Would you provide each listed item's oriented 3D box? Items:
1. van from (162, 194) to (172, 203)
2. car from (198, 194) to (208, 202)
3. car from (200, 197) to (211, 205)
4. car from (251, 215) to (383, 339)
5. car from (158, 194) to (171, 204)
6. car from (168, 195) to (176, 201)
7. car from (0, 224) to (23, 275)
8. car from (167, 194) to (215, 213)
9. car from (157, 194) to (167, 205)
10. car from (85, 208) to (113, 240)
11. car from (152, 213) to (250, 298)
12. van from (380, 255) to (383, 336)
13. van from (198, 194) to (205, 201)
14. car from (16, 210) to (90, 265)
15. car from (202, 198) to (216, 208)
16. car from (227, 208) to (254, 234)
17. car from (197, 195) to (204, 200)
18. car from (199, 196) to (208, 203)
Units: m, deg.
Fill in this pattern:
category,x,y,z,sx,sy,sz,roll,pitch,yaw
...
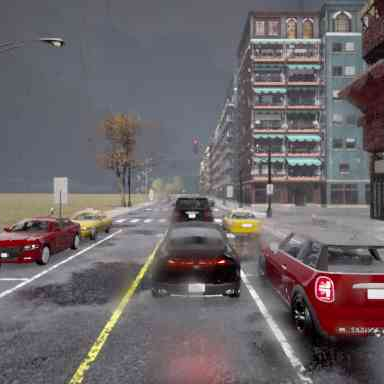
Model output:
category,x,y,z,sx,sy,sz,roll,pitch,yaw
van,-5.384,1.362,72.304,1.690,1.788,3.998,1,0,0
car,2.489,1.338,78.464,2.192,1.841,5.009,1,0,0
car,2.505,1.599,61.481,1.802,1.307,4.206,1,0,0
car,2.568,1.442,6.555,1.967,1.590,4.097,1,0,0
car,-5.378,1.334,66.650,2.192,1.841,5.009,1,0,0
car,-5.406,1.609,89.266,1.802,1.307,4.206,1,0,0
car,-5.313,1.552,6.136,2.008,1.369,4.403,1,0,0
car,0.060,1.226,18.367,2.150,2.045,5.566,0,0,1
car,-5.373,1.457,60.995,1.967,1.590,4.097,1,0,0
car,-5.325,1.530,17.039,1.752,1.417,4.829,1,0,0
car,0.090,1.507,8.513,1.837,1.490,4.892,0,0,0
van,2.575,1.341,1.010,1.690,1.788,3.998,1,0,0
van,2.476,1.368,89.786,1.690,1.788,3.998,1,0,0
car,-5.319,1.548,11.673,1.887,1.381,4.507,1,0,0
car,2.518,1.565,50.159,2.008,1.369,4.403,1,0,0
car,2.554,1.530,17.815,1.752,1.417,4.829,1,0,0
car,2.468,1.555,95.617,1.752,1.417,4.829,1,0,0
car,2.493,1.587,72.803,1.947,1.339,4.313,1,0,0
